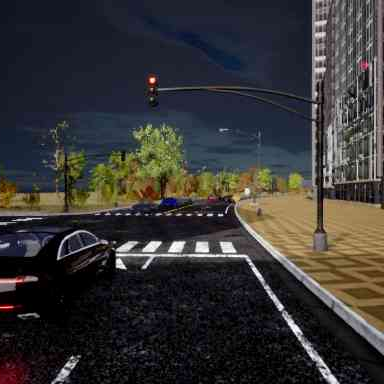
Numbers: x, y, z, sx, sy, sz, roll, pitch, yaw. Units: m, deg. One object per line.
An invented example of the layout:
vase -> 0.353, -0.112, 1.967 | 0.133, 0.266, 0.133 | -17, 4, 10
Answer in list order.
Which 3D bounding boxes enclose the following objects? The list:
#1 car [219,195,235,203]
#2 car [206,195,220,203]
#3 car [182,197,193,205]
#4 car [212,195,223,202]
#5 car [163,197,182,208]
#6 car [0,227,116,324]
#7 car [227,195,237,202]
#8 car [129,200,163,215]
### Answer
car -> 7.488, 1.493, 70.118 | 1.882, 1.535, 5.008 | 0, 0, 12
car -> 4.370, 1.366, 71.171 | 2.097, 1.767, 4.553 | 0, 0, 12
car -> -1.101, 1.553, 60.457 | 2.033, 1.411, 5.357 | 0, 0, 10
car -> 6.327, 1.495, 80.564 | 1.882, 1.535, 5.008 | 0, 0, 14
car -> -3.110, 1.479, 47.612 | 1.882, 1.535, 5.008 | 0, 0, 8
car -> -2.993, 1.491, 7.121 | 2.128, 1.511, 4.902 | 0, 0, 1
car -> 9.621, 1.498, 80.376 | 1.882, 1.535, 5.008 | 0, 0, 14
car -> -4.772, 1.546, 33.832 | 2.033, 1.411, 5.357 | 0, 0, 6
